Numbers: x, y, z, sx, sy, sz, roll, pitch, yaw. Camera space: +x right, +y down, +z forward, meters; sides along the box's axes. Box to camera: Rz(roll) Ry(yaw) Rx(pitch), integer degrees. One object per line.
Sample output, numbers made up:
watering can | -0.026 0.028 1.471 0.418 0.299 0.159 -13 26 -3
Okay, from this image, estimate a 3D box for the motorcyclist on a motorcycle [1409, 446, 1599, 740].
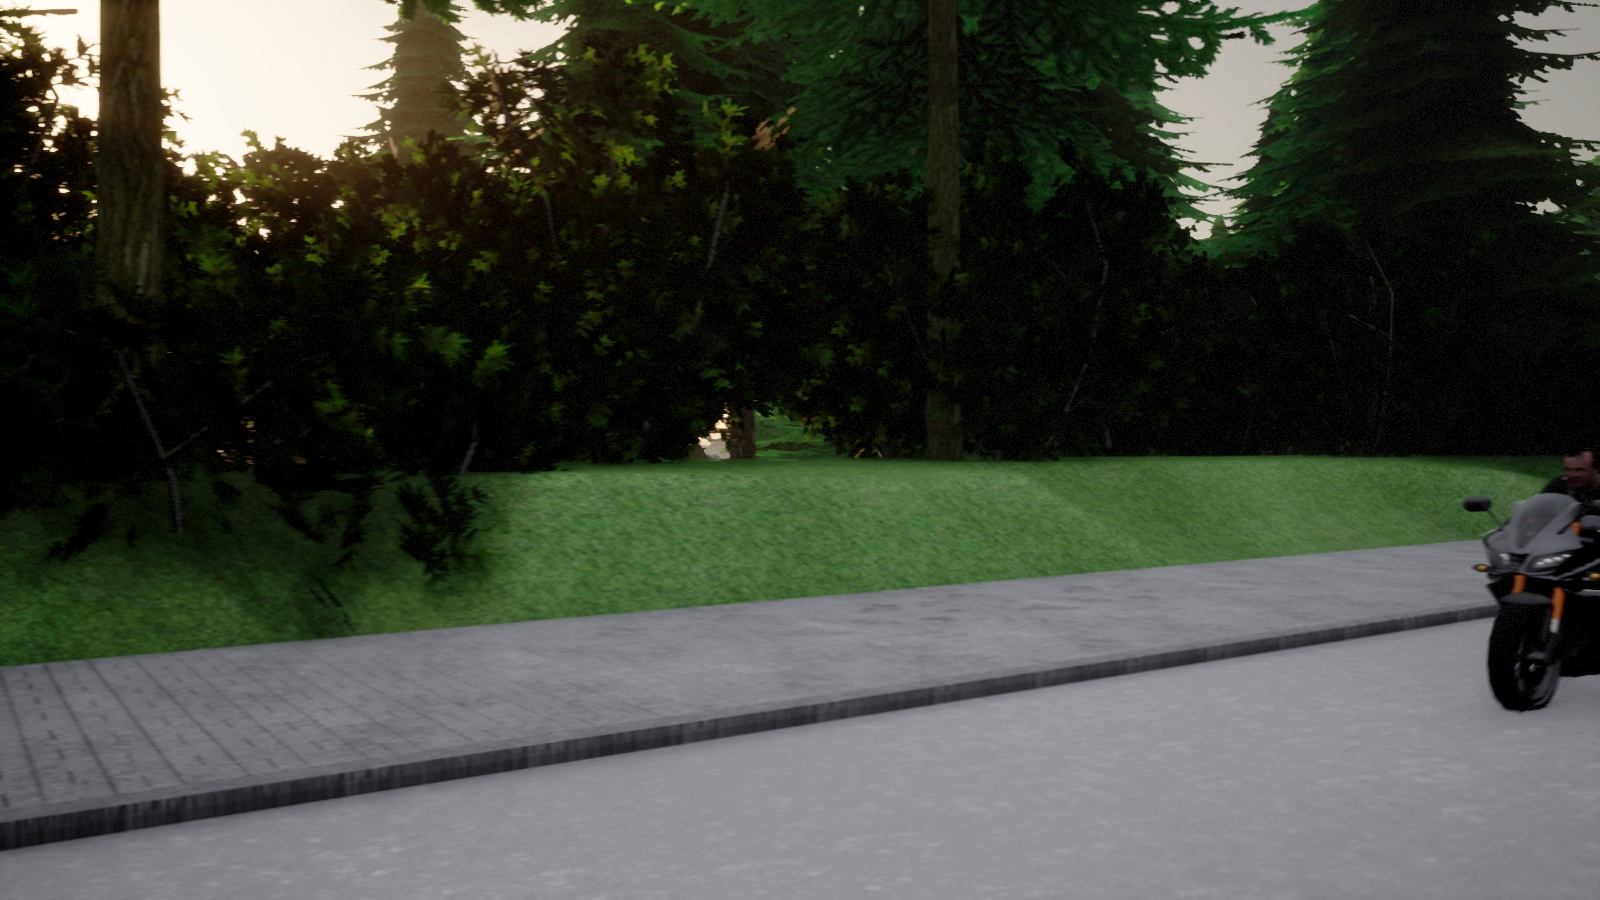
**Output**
motorcyclist on a motorcycle | 4.662 0.740 7.515 2.191 1.530 0.866 0 0 -35
